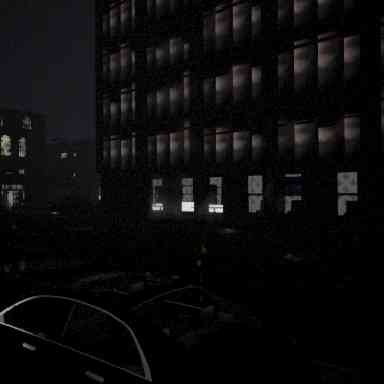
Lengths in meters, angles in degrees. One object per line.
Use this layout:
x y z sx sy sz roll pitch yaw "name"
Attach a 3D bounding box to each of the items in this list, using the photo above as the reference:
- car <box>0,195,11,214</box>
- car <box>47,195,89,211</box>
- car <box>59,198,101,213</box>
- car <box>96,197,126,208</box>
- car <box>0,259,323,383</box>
-21.696 1.315 34.166 2.150 2.045 5.566 0 -1 36 "car"
-15.581 1.366 42.470 2.150 2.045 5.566 0 -1 37 "car"
-12.190 1.684 37.264 1.802 1.307 4.206 -1 -1 36 "car"
-12.416 1.643 51.170 1.967 1.590 4.097 -1 -1 36 "car"
-0.955 1.551 3.557 4.403 1.369 2.008 0 0 35 "car"
